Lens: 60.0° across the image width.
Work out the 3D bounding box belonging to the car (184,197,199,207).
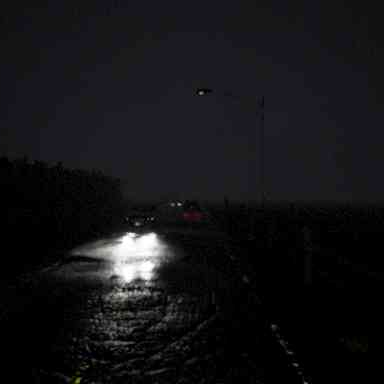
[{"bbox_3d":[-0.071,1.414,48.364,2.033,1.411,5.357,0,0,0],"label":"car"}]

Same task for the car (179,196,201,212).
[{"bbox_3d":[-0.018,1.382,37.103,2.128,1.511,4.902,0,0,1],"label":"car"}]

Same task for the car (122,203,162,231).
[{"bbox_3d":[-2.881,1.425,20.008,2.128,1.511,4.902,0,0,0],"label":"car"}]

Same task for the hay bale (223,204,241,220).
[{"bbox_3d":[3.090,1.572,26.028,1.220,1.180,1.240,0,1,0],"label":"hay bale"}]

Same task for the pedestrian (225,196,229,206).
[{"bbox_3d":[2.784,1.216,27.124,0.375,1.860,0.375,0,1,-2],"label":"pedestrian"}]

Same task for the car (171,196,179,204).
[{"bbox_3d":[-2.860,1.394,61.866,2.033,1.411,5.357,0,0,0],"label":"car"}]
